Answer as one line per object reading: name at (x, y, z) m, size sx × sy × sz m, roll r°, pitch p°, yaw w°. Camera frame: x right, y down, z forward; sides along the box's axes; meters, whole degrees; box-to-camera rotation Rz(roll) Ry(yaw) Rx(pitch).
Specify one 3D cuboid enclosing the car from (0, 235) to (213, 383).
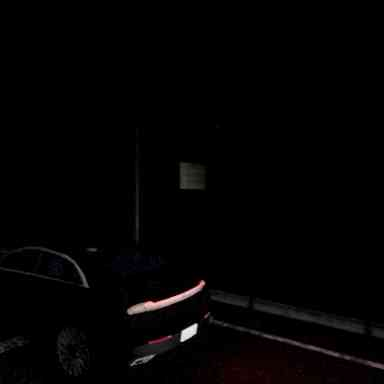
car at (-2.009, 1.475, 5.431) m, size 4.902 × 1.511 × 2.128 m, roll 0°, pitch 0°, yaw 36°
